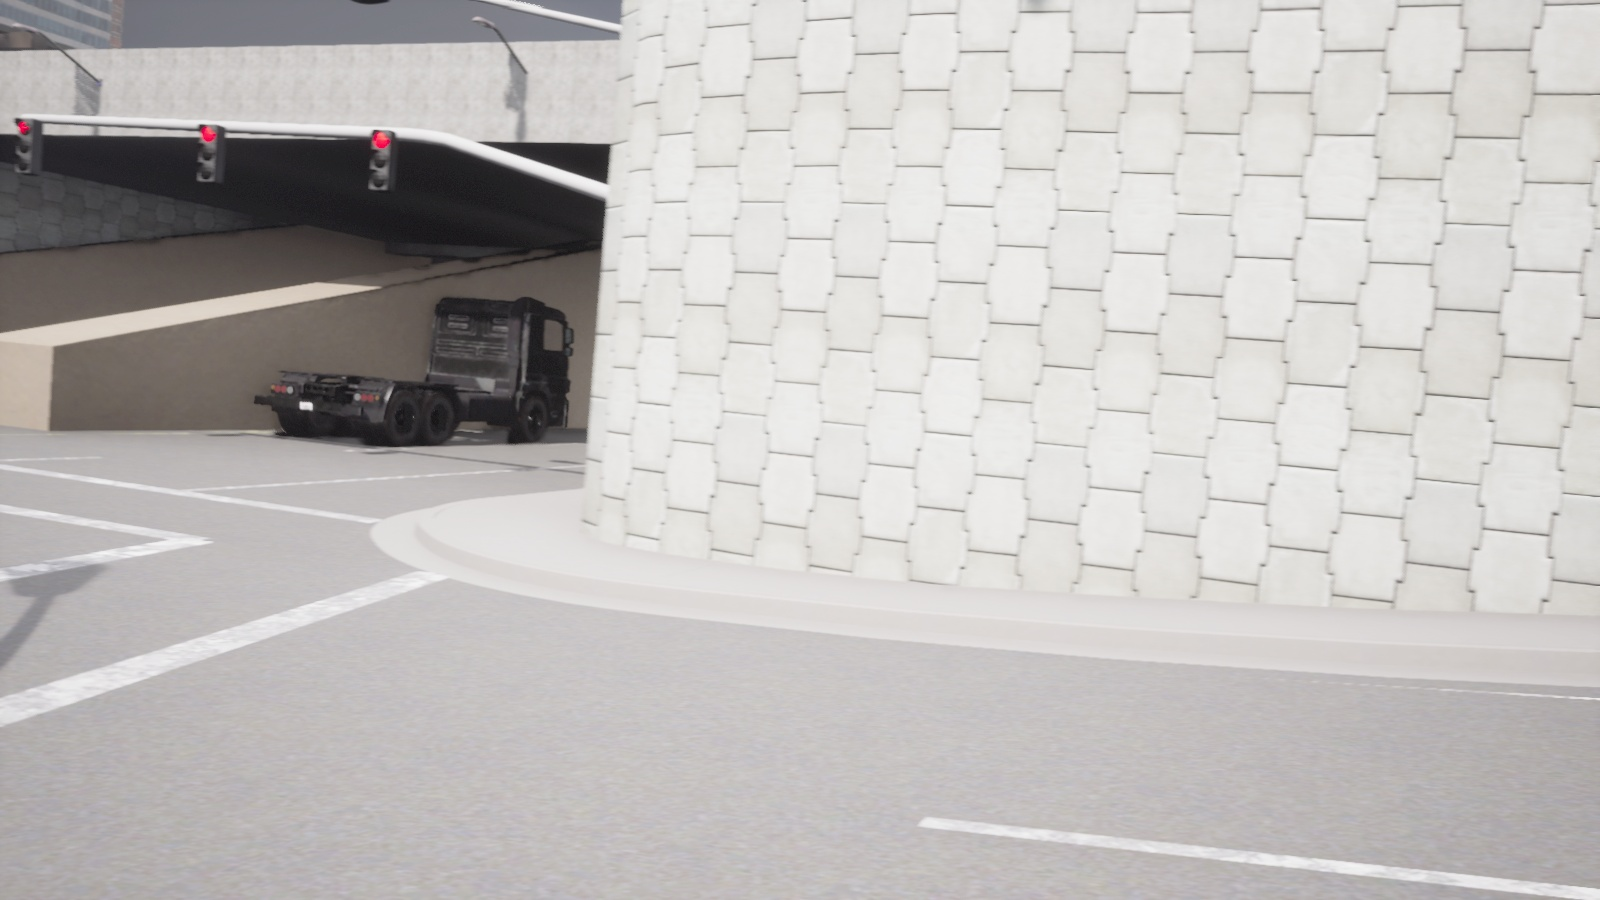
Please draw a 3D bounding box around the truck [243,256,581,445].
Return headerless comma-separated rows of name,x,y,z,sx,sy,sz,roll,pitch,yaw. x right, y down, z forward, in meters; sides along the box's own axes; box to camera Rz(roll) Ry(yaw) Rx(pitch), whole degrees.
truck,-8.317,-2.032,28.305,2.891,3.462,7.936,6,3,19
